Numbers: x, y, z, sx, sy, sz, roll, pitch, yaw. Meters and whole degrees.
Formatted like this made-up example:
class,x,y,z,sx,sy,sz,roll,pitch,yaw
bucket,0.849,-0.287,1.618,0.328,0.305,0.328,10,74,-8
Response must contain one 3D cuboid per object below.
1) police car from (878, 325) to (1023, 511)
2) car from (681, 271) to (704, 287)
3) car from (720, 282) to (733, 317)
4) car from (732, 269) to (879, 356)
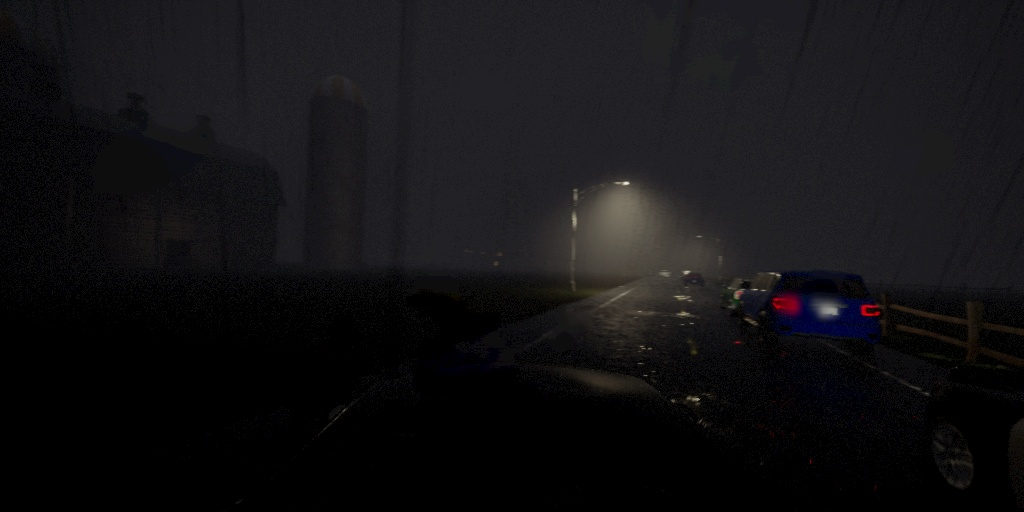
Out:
class,x,y,z,sx,sy,sz,roll,pitch,yaw
police car,4.306,1.349,1.581,1.930,1.638,5.238,2,-1,24
car,20.647,2.617,40.787,1.882,1.535,5.008,2,-1,24
car,10.749,1.732,16.071,2.097,1.767,4.553,2,-1,24
car,8.343,1.433,10.646,2.150,2.045,5.566,2,-1,24
